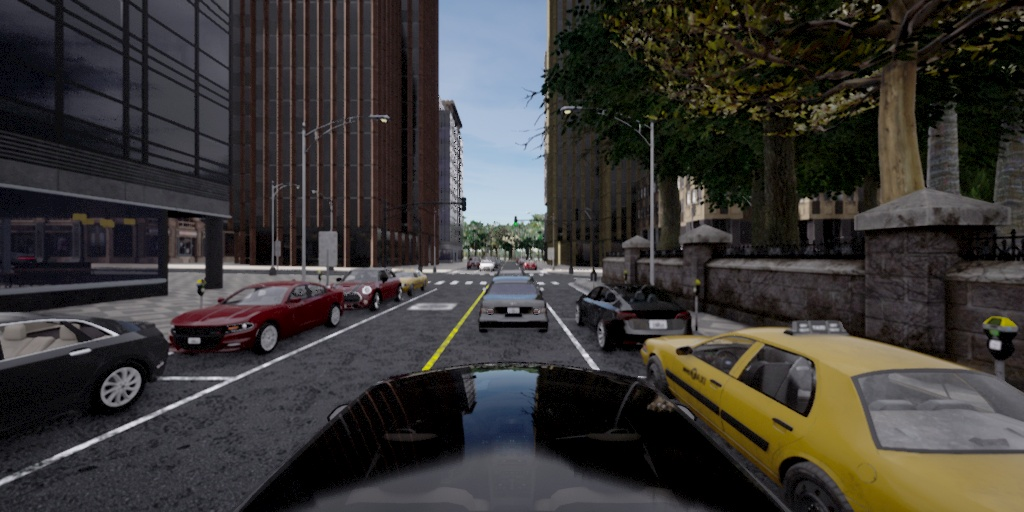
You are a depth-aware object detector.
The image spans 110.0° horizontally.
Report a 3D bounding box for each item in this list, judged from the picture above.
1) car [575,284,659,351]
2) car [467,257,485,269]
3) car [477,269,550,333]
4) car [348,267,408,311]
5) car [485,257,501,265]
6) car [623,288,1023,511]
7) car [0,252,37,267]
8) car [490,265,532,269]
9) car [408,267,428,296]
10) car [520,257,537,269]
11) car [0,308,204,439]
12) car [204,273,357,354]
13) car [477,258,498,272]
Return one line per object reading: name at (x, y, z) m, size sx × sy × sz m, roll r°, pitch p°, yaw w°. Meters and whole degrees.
car at (2.736, 1.319, 8.803) m, size 1.948 × 1.339 × 4.313 m, roll 0°, pitch 0°, yaw 0°
car at (-5.978, 1.102, 57.089) m, size 2.192 × 1.841 × 5.009 m, roll 0°, pitch 0°, yaw 0°
car at (0.037, 1.302, 10.766) m, size 2.033 × 1.411 × 5.357 m, roll 0°, pitch 0°, yaw 0°
car at (-5.810, 1.196, 14.225) m, size 1.967 × 1.591 × 4.097 m, roll 0°, pitch 0°, yaw 0°
car at (-3.305, 1.145, 58.369) m, size 2.097 × 1.767 × 4.553 m, roll 0°, pitch 0°, yaw 0°
car at (2.757, 1.276, 3.517) m, size 1.751 × 1.417 × 4.829 m, roll 0°, pitch 0°, yaw 0°
car at (-48.353, 0.358, 34.065) m, size 4.902 × 1.511 × 2.128 m, roll 1°, pitch 0°, yaw 0°
car at (-0.068, 1.360, 20.456) m, size 1.895 × 1.301 × 4.718 m, roll 0°, pitch 0°, yaw 0°
car at (-5.831, 1.284, 19.512) m, size 1.751 × 1.417 × 4.829 m, roll 0°, pitch 0°, yaw 0°
car at (2.569, 1.222, 51.685) m, size 1.967 × 1.591 × 4.097 m, roll 0°, pitch 0°, yaw 0°
car at (-5.767, 1.301, 3.311) m, size 2.007 × 1.370 × 4.403 m, roll 0°, pitch 0°, yaw 0°
car at (-5.789, 1.298, 8.768) m, size 1.888 × 1.381 × 4.507 m, roll 0°, pitch 0°, yaw 0°
car at (-3.273, 1.305, 47.922) m, size 1.812 × 1.442 × 4.674 m, roll 0°, pitch 0°, yaw 0°
